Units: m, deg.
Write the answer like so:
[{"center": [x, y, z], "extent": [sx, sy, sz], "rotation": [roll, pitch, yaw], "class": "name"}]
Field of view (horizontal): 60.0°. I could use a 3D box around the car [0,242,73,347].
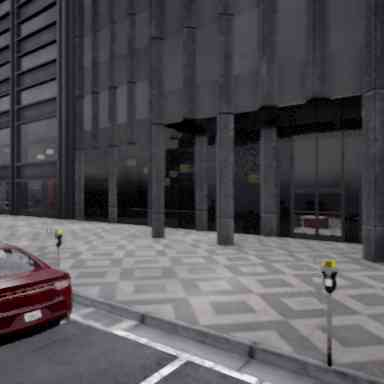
[{"center": [-3.961, 1.533, 5.790], "extent": [4.507, 1.381, 1.887], "rotation": [0, 0, 36], "class": "car"}]
